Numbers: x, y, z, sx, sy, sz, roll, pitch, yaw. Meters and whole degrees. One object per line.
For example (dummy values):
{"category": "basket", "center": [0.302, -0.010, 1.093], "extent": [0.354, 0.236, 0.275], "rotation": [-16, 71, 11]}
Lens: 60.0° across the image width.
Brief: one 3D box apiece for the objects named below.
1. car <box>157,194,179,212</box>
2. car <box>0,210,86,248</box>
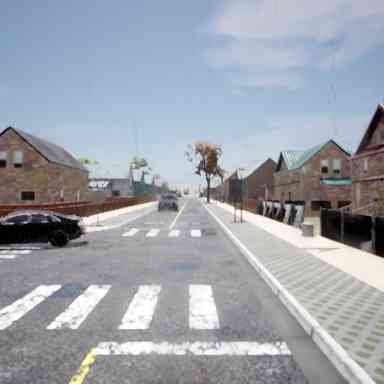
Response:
{"category": "car", "center": [-2.721, 1.255, 38.724], "extent": [2.150, 2.045, 5.566], "rotation": [0, 1, 0]}
{"category": "car", "center": [-6.931, 1.523, 13.767], "extent": [4.902, 1.511, 2.128], "rotation": [0, 1, -18]}
